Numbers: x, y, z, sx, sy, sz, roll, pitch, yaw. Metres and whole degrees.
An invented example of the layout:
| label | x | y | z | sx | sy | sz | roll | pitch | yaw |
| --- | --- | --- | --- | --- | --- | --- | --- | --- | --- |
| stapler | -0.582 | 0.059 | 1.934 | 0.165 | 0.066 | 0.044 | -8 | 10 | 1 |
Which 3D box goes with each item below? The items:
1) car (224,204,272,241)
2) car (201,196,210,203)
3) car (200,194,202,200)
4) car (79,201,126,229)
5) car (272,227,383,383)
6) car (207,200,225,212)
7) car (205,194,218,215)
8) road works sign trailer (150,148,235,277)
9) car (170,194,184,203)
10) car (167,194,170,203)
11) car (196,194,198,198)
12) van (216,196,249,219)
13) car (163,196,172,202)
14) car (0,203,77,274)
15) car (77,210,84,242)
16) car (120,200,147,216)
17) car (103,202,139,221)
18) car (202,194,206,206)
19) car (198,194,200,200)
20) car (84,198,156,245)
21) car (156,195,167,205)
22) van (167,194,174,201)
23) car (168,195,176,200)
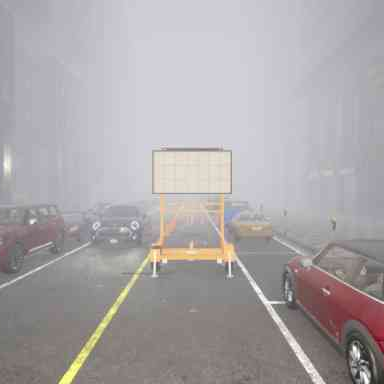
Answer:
| label | x | y | z | sx | sy | sz | roll | pitch | yaw |
| --- | --- | --- | --- | --- | --- | --- | --- | --- | --- |
| car | 2.771 | 1.525 | 16.510 | 1.752 | 1.417 | 4.829 | 0 | 0 | 0 |
| car | 2.811 | 1.610 | 72.356 | 1.802 | 1.307 | 4.206 | 0 | 0 | 0 |
| car | 2.798 | 1.456 | 55.551 | 1.967 | 1.590 | 4.097 | 0 | 0 | 0 |
| car | -5.750 | 1.440 | 21.933 | 1.967 | 1.590 | 4.097 | 0 | 0 | 0 |
| car | 2.763 | 1.440 | 5.135 | 1.967 | 1.590 | 4.097 | 0 | 0 | 0 |
| car | 2.787 | 1.588 | 38.746 | 1.802 | 1.307 | 4.206 | 0 | 0 | 0 |
| car | 2.782 | 1.319 | 33.144 | 2.192 | 1.841 | 5.009 | 0 | 0 | 0 |
| road works sign trailer | 0.007 | 0.464 | 10.181 | 2.380 | 3.560 | 2.880 | 0 | 0 | 0 |
| car | -2.951 | 1.502 | 68.559 | 1.882 | 1.535 | 5.008 | 0 | 0 | 0 |
| car | -5.715 | 1.467 | 72.352 | 1.967 | 1.590 | 4.097 | 0 | 0 | 0 |
| car | 2.822 | 1.584 | 89.161 | 1.887 | 1.381 | 4.507 | 0 | 0 | 0 |
| van | 2.775 | 1.342 | 21.941 | 1.690 | 1.788 | 3.998 | 0 | 0 | 0 |
| car | -5.711 | 1.576 | 77.954 | 1.887 | 1.381 | 4.507 | 0 | 0 | 0 |
| car | -5.758 | 1.314 | 10.729 | 2.192 | 1.841 | 5.009 | 0 | 0 | 0 |
| car | -5.754 | 1.582 | 16.331 | 1.802 | 1.307 | 4.206 | 0 | 0 | 0 |
| car | -5.742 | 1.569 | 33.137 | 1.947 | 1.339 | 4.313 | 0 | 0 | 0 |
| car | -5.746 | 1.552 | 27.536 | 2.008 | 1.369 | 4.403 | 0 | 0 | 0 |
| car | 2.790 | 1.324 | 44.348 | 2.192 | 1.841 | 5.009 | 0 | 0 | 0 |
| car | 2.806 | 1.464 | 66.754 | 1.967 | 1.590 | 4.097 | 0 | 0 | 0 |
| car | -3.090 | 1.352 | 15.359 | 2.097 | 1.767 | 4.553 | 0 | 0 | 0 |
| car | -5.727 | 1.561 | 55.546 | 1.887 | 1.381 | 4.507 | 0 | 0 | 0 |
| van | -5.703 | 1.380 | 89.159 | 1.690 | 1.788 | 3.998 | 0 | 0 | 0 |
| car | -5.699 | 1.588 | 94.761 | 1.887 | 1.381 | 4.507 | 0 | 0 | 0 |
